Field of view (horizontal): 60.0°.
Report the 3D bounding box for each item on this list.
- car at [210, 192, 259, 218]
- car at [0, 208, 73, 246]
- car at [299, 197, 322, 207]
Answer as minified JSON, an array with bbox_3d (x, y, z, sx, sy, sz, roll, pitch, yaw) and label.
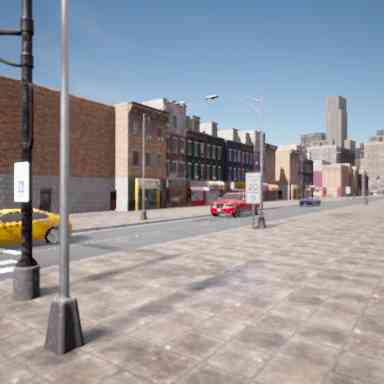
[{"bbox_3d":[3.693,1.034,28.021,2.150,2.045,5.566,0,0,36],"label":"car"},{"bbox_3d":[-7.314,1.407,13.263,1.882,1.535,5.008,0,1,41],"label":"car"},{"bbox_3d":[16.106,1.331,45.268,1.895,1.301,4.718,0,0,35],"label":"car"}]
